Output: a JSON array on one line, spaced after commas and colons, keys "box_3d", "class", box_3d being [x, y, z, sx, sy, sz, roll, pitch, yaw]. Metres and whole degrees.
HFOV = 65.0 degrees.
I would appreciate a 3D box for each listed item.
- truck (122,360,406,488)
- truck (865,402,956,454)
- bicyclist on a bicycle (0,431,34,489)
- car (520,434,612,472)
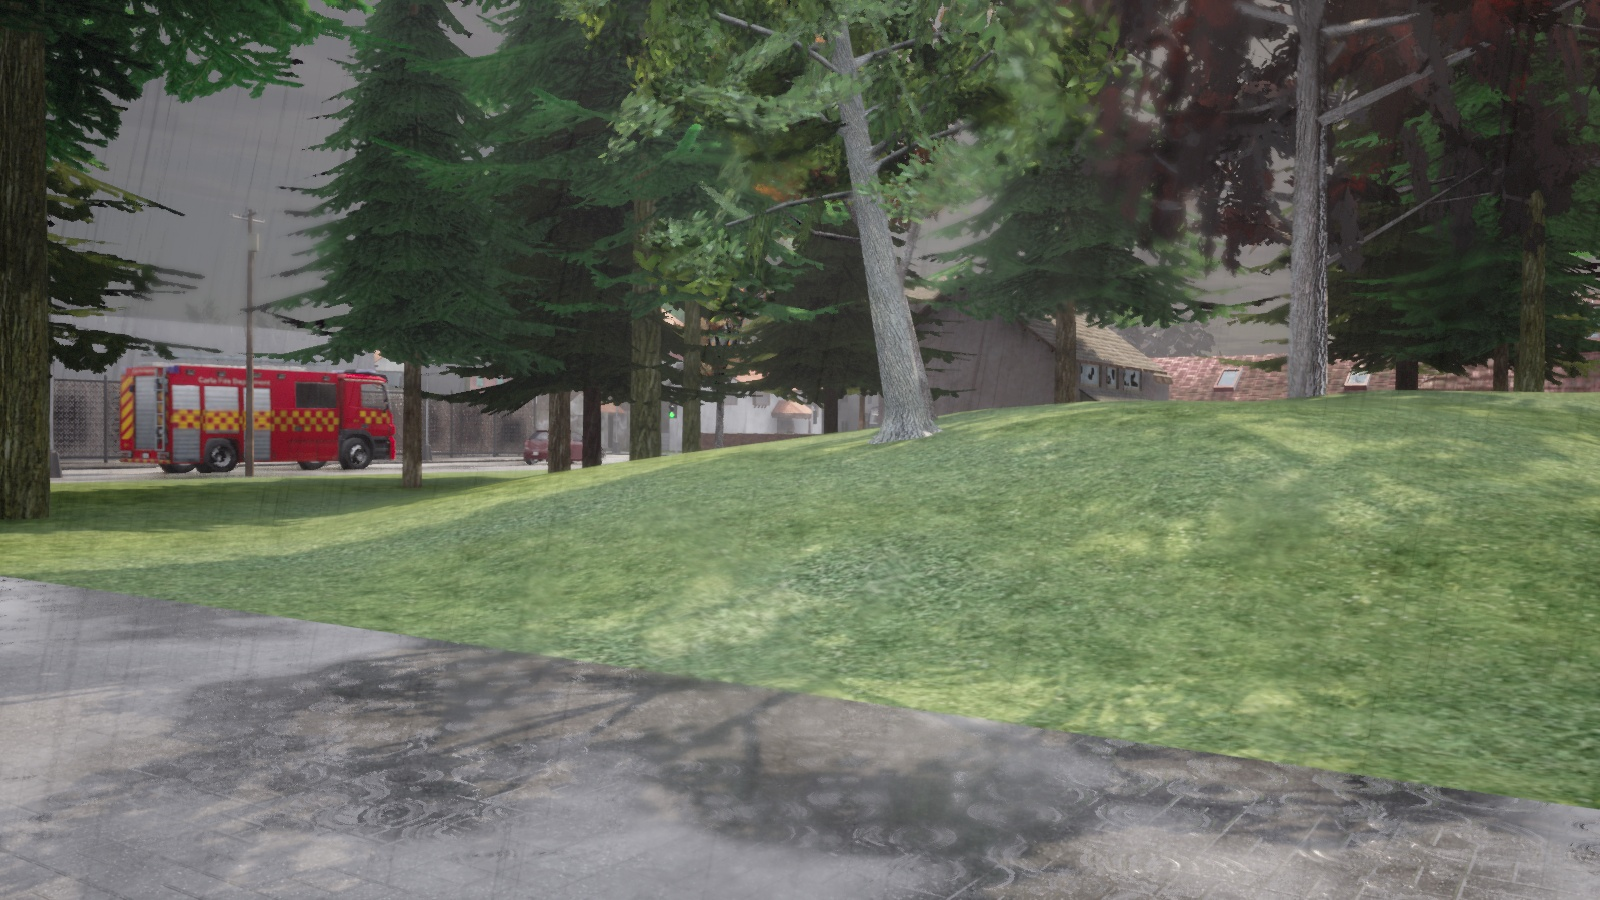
[{"box_3d": [-17.571, -0.845, 41.891, 2.891, 3.827, 8.468, 0, 1, 34], "class": "truck"}, {"box_3d": [7.773, -1.513, 87.329, 2.891, 3.462, 7.936, 0, 1, 33], "class": "truck"}, {"box_3d": [-24.629, 0.299, 38.495, 0.659, 1.776, 1.843, 0, 1, 34], "class": "bicyclist on a bicycle"}, {"box_3d": [-9.918, 0.106, 53.422, 1.845, 1.501, 3.633, 0, 1, 33], "class": "car"}]
